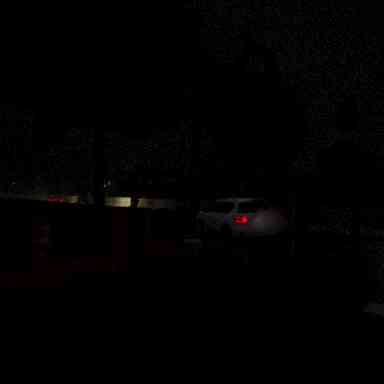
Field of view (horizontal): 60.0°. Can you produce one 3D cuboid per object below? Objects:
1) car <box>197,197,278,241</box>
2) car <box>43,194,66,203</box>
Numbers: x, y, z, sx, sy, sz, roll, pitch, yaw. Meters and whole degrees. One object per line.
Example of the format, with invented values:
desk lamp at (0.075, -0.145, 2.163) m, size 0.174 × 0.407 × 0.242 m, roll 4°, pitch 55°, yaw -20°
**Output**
car at (2.047, 1.322, 16.740) m, size 2.150 × 2.045 × 5.566 m, roll -4°, pitch 1°, yaw -19°
car at (-19.315, 1.299, 46.515) m, size 2.150 × 2.045 × 5.566 m, roll 1°, pitch 0°, yaw -36°
